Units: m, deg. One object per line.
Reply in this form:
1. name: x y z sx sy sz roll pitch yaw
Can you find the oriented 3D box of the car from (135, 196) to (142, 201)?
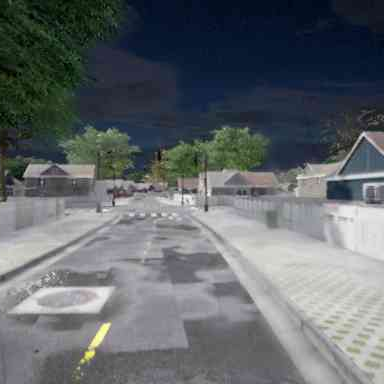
1. car: -13.597 1.547 84.195 1.895 1.301 4.718 0 0 -10
